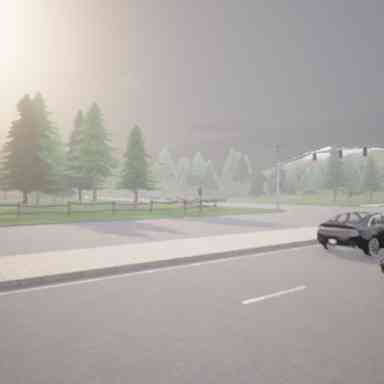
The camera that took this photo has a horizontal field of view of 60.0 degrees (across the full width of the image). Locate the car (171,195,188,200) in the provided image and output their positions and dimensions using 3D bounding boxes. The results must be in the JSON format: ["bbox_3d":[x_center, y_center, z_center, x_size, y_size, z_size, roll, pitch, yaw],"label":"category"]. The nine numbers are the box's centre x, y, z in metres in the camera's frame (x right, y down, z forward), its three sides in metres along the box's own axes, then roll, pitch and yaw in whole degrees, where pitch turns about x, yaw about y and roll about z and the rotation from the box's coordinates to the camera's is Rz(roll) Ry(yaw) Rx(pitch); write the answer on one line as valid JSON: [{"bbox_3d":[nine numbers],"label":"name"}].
[{"bbox_3d":[-3.326,1.379,86.769,2.033,1.411,5.357,0,0,-35],"label":"car"}]

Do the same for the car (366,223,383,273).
[{"bbox_3d":[7.157,1.573,8.940,5.357,1.411,2.033,0,0,-35],"label":"car"}]

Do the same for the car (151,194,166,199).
[{"bbox_3d":[-9.075,1.347,82.775,1.812,1.442,4.674,0,0,-35],"label":"car"}]

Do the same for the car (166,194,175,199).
[{"bbox_3d":[-6.200,1.309,84.772,1.882,1.535,5.008,0,0,-35],"label":"car"}]

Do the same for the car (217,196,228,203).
[{"bbox_3d":[5.595,1.652,73.925,2.033,1.411,5.357,0,0,-35],"label":"car"}]

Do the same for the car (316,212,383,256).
[{"bbox_3d":[6.910,1.522,13.038,4.902,1.511,2.128,0,0,-35],"label":"car"}]

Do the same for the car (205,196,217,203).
[{"bbox_3d":[2.727,1.699,71.918,1.895,1.301,4.718,0,0,-35],"label":"car"}]

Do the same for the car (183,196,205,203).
[{"bbox_3d":[-0.130,1.574,69.896,1.882,1.535,5.008,0,0,-35],"label":"car"}]
